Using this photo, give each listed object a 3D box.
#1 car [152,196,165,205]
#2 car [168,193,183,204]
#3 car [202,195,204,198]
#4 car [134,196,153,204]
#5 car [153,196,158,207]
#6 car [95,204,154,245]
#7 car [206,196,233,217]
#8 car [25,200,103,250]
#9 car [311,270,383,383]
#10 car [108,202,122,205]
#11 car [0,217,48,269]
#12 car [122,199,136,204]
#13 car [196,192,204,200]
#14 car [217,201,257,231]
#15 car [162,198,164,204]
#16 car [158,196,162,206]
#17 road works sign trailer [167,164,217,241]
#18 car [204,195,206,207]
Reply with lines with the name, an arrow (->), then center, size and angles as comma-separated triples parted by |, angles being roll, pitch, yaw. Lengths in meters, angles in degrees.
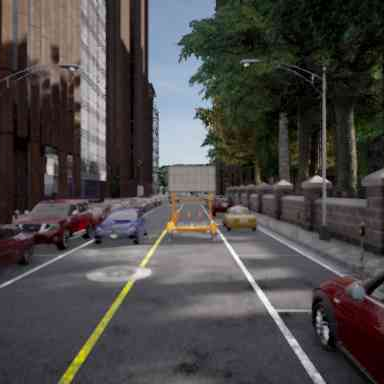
car -> -5.774, 1.395, 57.871 | 1.752, 1.417, 4.829 | 0, 0, 0
car -> -3.012, 1.420, 60.247 | 1.837, 1.490, 4.892 | 0, 0, 0
car -> 2.753, 1.457, 47.130 | 1.947, 1.339, 4.313 | 0, 0, 0
car -> -5.770, 1.354, 36.212 | 1.967, 1.590, 4.097 | 0, 0, 0
car -> -5.771, 1.453, 41.670 | 2.008, 1.369, 4.403 | 0, 0, 0
car -> -3.102, 1.485, 15.499 | 1.812, 1.442, 4.674 | 0, 0, 0
car -> 2.756, 1.240, 30.760 | 2.192, 1.841, 5.009 | 0, 0, 0
car -> -5.765, 1.277, 14.384 | 2.192, 1.841, 5.009 | 0, 0, 0
car -> 2.762, 1.431, 3.478 | 1.967, 1.590, 4.097 | 0, 0, 0
car -> -5.766, 1.494, 19.841 | 1.887, 1.381, 4.507 | 0, 0, 0
car -> -5.764, 1.558, 8.928 | 1.802, 1.307, 4.206 | 0, 0, 0
car -> -5.768, 1.482, 25.299 | 1.887, 1.381, 4.507 | 0, 0, 0
car -> 2.744, 1.253, 90.012 | 1.967, 1.590, 4.097 | 0, 0, 0
car -> 2.759, 1.474, 20.017 | 1.752, 1.417, 4.829 | 0, 0, 0
car -> -5.774, 1.320, 52.584 | 1.967, 1.590, 4.097 | 0, 0, 0
car -> -5.772, 1.436, 47.127 | 1.887, 1.381, 4.507 | 0, 0, 0
road works sign trailer -> -0.003, 0.422, 16.392 | 2.380, 3.560, 2.880 | 0, 0, 0
car -> 2.754, 1.427, 41.844 | 1.752, 1.417, 4.829 | 0, 0, 0
